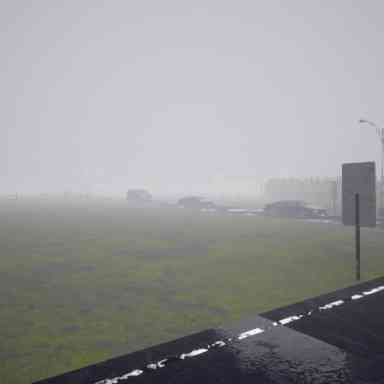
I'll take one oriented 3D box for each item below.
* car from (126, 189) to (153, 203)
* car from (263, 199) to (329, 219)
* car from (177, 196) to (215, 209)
[{"bbox_3d":[-8.029,0.580,50.256,2.150,2.045,5.566,-1,1,-36],"label":"car"},{"bbox_3d":[8.335,1.330,27.310,2.033,1.411,5.357,-1,1,-36],"label":"car"},{"bbox_3d":[0.389,1.127,38.423,2.033,1.411,5.357,-1,1,-36],"label":"car"}]
